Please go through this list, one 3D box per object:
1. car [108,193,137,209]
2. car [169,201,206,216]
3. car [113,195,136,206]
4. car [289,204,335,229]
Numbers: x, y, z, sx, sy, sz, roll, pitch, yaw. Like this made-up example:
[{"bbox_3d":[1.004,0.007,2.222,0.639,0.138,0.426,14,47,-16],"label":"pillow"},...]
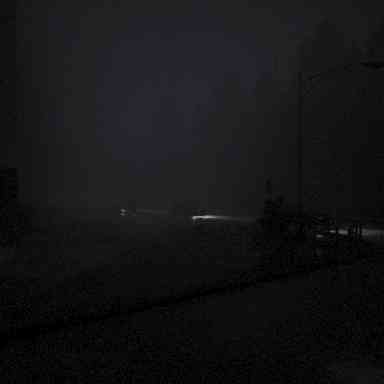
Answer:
[{"bbox_3d":[-9.478,1.214,44.816,2.150,2.045,5.566,0,0,-35],"label":"car"},{"bbox_3d":[-0.453,1.551,32.205,1.994,1.385,4.181,0,0,-36],"label":"car"},{"bbox_3d":[-11.072,1.339,54.219,2.097,1.767,4.553,0,0,-36],"label":"car"},{"bbox_3d":[6.983,1.515,21.918,1.812,1.442,4.674,0,0,-37],"label":"car"}]
